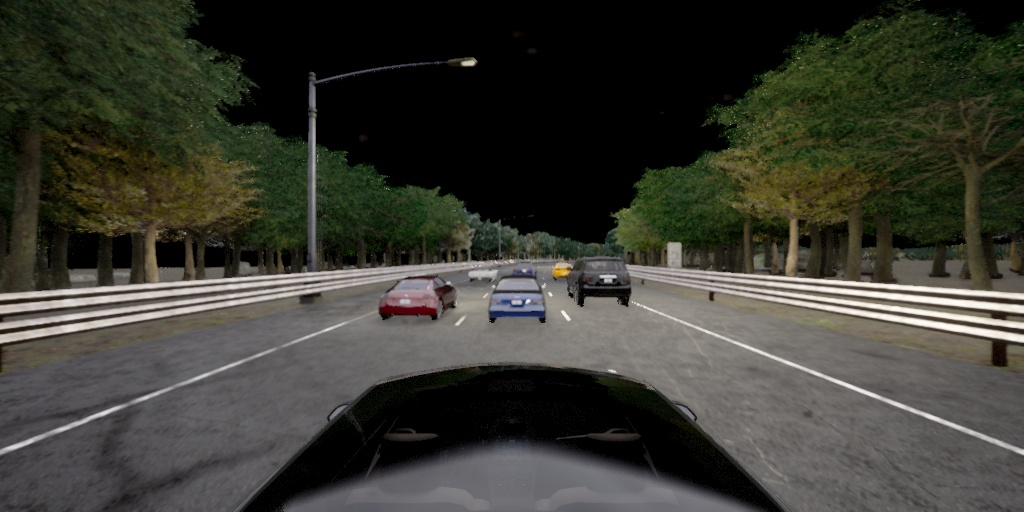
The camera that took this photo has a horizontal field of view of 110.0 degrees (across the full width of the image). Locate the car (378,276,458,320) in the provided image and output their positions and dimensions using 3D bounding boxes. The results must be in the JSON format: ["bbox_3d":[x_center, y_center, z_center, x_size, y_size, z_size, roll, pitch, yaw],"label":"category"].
[{"bbox_3d":[-3.259,1.404,13.190,1.994,1.385,4.181,0,0,2],"label":"car"}]

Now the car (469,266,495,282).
[{"bbox_3d":[-2.402,1.523,30.927,1.895,1.301,4.718,0,0,4],"label":"car"}]

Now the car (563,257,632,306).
[{"bbox_3d":[3.861,1.076,16.692,2.150,2.045,5.566,0,0,2],"label":"car"}]

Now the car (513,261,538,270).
[{"bbox_3d":[1.217,1.275,32.345,2.097,1.767,4.553,0,0,4],"label":"car"}]

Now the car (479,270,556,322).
[{"bbox_3d":[0.222,1.383,12.744,2.033,1.411,5.357,0,0,2],"label":"car"}]

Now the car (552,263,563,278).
[{"bbox_3d":[4.863,1.401,34.080,1.882,1.535,5.008,0,0,5],"label":"car"}]
